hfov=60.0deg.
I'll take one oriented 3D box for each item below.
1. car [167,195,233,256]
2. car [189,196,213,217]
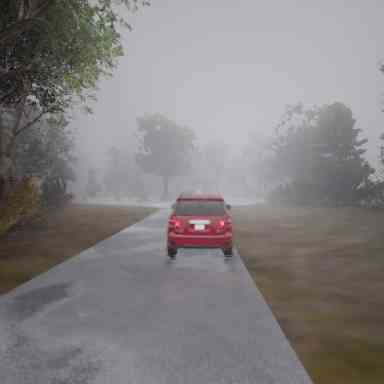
[{"bbox_3d":[0.326,1.101,12.669,2.150,2.045,5.566,0,1,2],"label":"car"},{"bbox_3d":[0.856,1.131,28.567,1.882,1.535,5.008,0,1,3],"label":"car"}]
